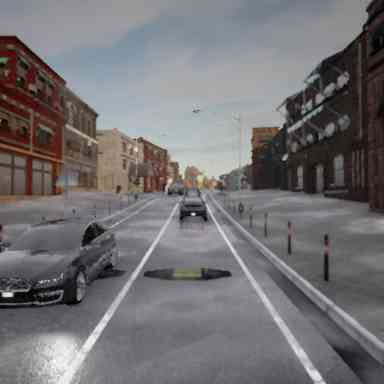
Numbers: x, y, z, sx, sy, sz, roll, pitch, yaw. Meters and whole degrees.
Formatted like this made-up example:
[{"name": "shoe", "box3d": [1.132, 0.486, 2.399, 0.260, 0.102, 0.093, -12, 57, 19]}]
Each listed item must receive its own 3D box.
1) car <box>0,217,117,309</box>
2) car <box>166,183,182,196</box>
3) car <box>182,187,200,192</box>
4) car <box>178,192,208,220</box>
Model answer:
[{"name": "car", "box3d": [-3.109, 1.443, 8.022, 1.837, 1.490, 4.892, -1, 1, 0]}, {"name": "car", "box3d": [-2.641, -0.388, 52.202, 2.150, 2.045, 5.566, 0, 1, 4]}, {"name": "car", "box3d": [0.153, 0.150, 41.623, 2.033, 1.649, 4.856, 0, 2, 1]}, {"name": "car", "box3d": [0.091, 1.050, 23.438, 1.837, 1.490, 4.892, 0, 2, 0]}]
